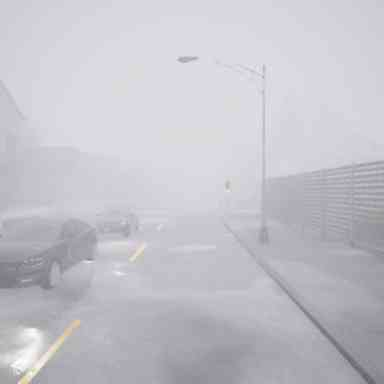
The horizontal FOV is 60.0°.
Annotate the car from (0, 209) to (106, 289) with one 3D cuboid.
[{"bbox_3d":[-4.071,1.449,9.266,1.882,1.535,5.008,0,0,0],"label":"car"}]

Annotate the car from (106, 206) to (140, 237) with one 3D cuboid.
[{"bbox_3d":[-3.963,1.474,17.809,1.812,1.442,4.674,0,0,0],"label":"car"}]
